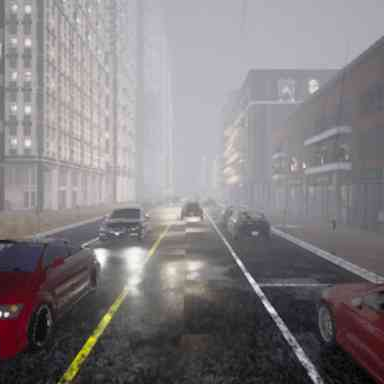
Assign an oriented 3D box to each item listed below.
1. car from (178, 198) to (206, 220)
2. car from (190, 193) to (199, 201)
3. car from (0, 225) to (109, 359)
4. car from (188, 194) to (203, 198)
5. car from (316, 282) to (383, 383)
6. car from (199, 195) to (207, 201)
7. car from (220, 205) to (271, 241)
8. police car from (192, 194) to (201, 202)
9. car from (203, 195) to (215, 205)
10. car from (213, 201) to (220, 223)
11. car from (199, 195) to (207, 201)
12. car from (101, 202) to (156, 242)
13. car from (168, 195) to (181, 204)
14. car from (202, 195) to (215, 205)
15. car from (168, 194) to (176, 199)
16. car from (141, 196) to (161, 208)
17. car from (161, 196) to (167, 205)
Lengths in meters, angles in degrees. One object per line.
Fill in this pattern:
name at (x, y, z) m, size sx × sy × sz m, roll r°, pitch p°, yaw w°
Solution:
car at (0.006, 1.475, 27.380) m, size 1.812 × 1.442 × 4.674 m, roll 0°, pitch 0°, yaw 0°
car at (0.671, 1.227, 83.529) m, size 2.097 × 1.767 × 4.553 m, roll 0°, pitch 0°, yaw 0°
car at (-3.094, 1.552, 5.978) m, size 1.994 × 1.385 × 4.181 m, roll 0°, pitch 0°, yaw 1°
car at (0.063, 1.415, 44.919) m, size 2.128 × 1.511 × 4.902 m, roll 0°, pitch 0°, yaw 0°
car at (2.741, 1.576, 3.445) m, size 1.802 × 1.307 × 4.206 m, roll 0°, pitch 0°, yaw 0°
car at (2.673, 1.405, 78.666) m, size 1.752 × 1.417 × 4.829 m, roll 0°, pitch 0°, yaw 0°
car at (2.688, 1.520, 16.362) m, size 2.008 × 1.369 × 4.403 m, roll 0°, pitch 0°, yaw 0°
police car at (0.883, 1.310, 73.668) m, size 1.930 × 1.638 × 5.238 m, roll 0°, pitch 0°, yaw 0°
car at (2.679, 1.497, 50.254) m, size 1.802 × 1.307 × 4.206 m, roll 0°, pitch 0°, yaw 0°
car at (2.687, 1.510, 22.010) m, size 2.008 × 1.369 × 4.403 m, roll 0°, pitch 0°, yaw 0°
car at (2.671, 1.440, 84.145) m, size 1.947 × 1.339 × 4.313 m, roll 0°, pitch 0°, yaw 0°
car at (-3.093, 1.474, 16.198) m, size 1.837 × 1.490 × 4.892 m, roll 0°, pitch 0°, yaw 0°
car at (-3.041, 1.372, 63.640) m, size 1.882 × 1.535 × 5.008 m, roll 0°, pitch 0°, yaw 1°
car at (2.678, 1.347, 55.902) m, size 1.967 × 1.590 × 4.097 m, roll 0°, pitch 0°, yaw 0°
car at (-5.712, 1.415, 95.439) m, size 2.008 × 1.369 × 4.403 m, roll 0°, pitch 0°, yaw 0°
car at (-5.699, 1.473, 44.603) m, size 2.008 × 1.369 × 4.403 m, roll 0°, pitch 0°, yaw 0°
car at (-5.702, 1.451, 55.900) m, size 1.887 × 1.381 × 4.507 m, roll 0°, pitch 0°, yaw 0°
